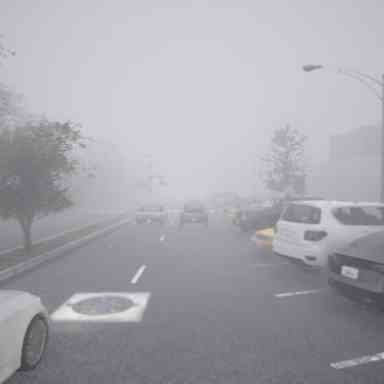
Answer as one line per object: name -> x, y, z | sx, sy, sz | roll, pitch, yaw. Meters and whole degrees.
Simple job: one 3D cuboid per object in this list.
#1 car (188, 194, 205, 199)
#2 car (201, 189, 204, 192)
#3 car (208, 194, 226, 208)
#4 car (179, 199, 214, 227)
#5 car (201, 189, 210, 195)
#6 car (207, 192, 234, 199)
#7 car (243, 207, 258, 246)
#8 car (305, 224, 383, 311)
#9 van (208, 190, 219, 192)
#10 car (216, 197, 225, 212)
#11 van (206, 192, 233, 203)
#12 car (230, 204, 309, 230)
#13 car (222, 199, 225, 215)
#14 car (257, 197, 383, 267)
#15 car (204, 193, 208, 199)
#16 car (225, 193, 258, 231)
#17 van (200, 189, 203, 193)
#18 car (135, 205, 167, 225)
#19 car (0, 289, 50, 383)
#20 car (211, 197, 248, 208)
car -> 0.146, 1.413, 41.211 | 2.128, 1.511, 4.902 | 0, 0, 0
car -> 5.172, 1.014, 63.864 | 5.566, 2.045, 2.435 | 1, 0, -20
car -> 5.093, 1.431, 42.936 | 4.792, 1.488, 2.163 | 1, 1, -20
car -> 0.126, 1.526, 23.130 | 2.128, 1.511, 4.902 | 0, 0, 0
car -> 5.114, 1.053, 57.868 | 5.566, 2.045, 2.435 | 1, 1, -20
car -> 5.098, 1.237, 48.926 | 4.553, 1.767, 2.185 | 1, 0, -20
car -> 4.913, 1.539, 12.860 | 5.366, 1.575, 1.946 | 1, 0, -20
car -> 5.104, 1.559, 6.933 | 4.792, 1.488, 2.163 | 1, 0, -20
van -> 5.240, 1.119, 51.960 | 4.442, 1.987, 1.878 | 1, 0, -20
car -> 5.080, 1.509, 30.931 | 4.792, 1.488, 2.163 | 1, 1, -20
van -> 5.034, 1.058, 60.821 | 4.442, 1.987, 1.878 | 1, 1, -20
car -> 5.100, 1.569, 21.934 | 4.674, 1.452, 2.002 | 1, 1, -20
car -> 5.270, 1.514, 25.007 | 5.366, 1.575, 1.946 | 1, 0, -20
car -> 5.110, 1.289, 9.933 | 5.566, 2.045, 2.435 | 1, 0, -20
car -> 5.126, 1.325, 54.901 | 4.892, 1.521, 2.231 | 1, 0, -20
car -> 5.069, 1.291, 18.914 | 5.566, 2.045, 2.435 | 1, 1, -20
van -> 5.061, 0.781, 84.690 | 4.442, 1.987, 1.878 | 0, 2, -20
car -> -2.872, 1.629, 24.493 | 1.895, 1.301, 4.718 | 0, 0, 0
car -> -2.897, 1.547, 2.744 | 1.812, 1.442, 4.674 | 0, 0, 0
car -> 5.118, 1.422, 45.955 | 4.674, 1.452, 2.002 | 1, 0, -20
